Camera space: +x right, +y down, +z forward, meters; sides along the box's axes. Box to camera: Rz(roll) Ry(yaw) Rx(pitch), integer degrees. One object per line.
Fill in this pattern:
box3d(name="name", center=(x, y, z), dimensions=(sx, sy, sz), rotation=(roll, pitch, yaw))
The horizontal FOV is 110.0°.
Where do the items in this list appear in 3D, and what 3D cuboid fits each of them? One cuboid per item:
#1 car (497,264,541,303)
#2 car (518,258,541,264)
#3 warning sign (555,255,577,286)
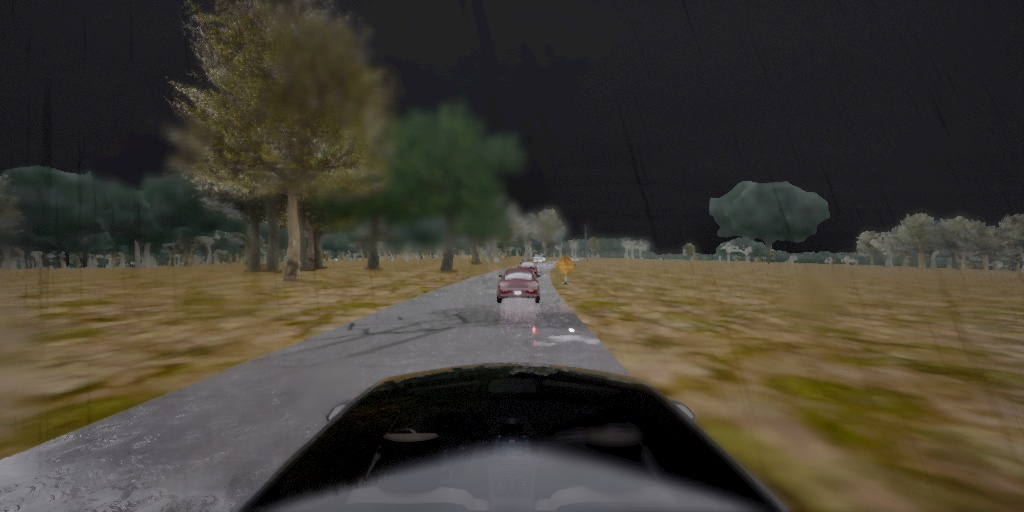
box3d(name="car", center=(0.331, 1.271, 16.407), dimensions=(1.812, 1.442, 4.674), rotation=(0, 0, 3))
box3d(name="car", center=(1.323, 1.191, 31.305), dimensions=(1.882, 1.535, 5.008), rotation=(0, 0, 5))
box3d(name="warning sign", center=(3.274, 0.844, 21.898), dimensions=(1.300, 1.860, 1.060), rotation=(0, 0, 4))
